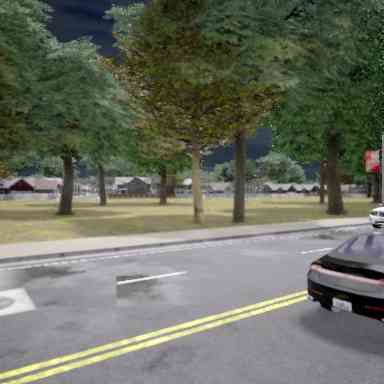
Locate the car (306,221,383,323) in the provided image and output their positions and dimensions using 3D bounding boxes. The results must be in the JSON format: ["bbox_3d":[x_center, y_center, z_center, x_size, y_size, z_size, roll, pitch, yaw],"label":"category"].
[{"bbox_3d":[4.279,1.523,6.502,4.902,1.511,2.128,0,0,-35],"label":"car"}]

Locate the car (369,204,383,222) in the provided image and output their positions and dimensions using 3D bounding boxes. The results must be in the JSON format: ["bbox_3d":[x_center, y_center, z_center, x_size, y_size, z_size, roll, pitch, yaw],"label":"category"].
[{"bbox_3d":[13.739,1.332,21.469,5.566,2.045,2.150,0,0,-35],"label":"car"}]
